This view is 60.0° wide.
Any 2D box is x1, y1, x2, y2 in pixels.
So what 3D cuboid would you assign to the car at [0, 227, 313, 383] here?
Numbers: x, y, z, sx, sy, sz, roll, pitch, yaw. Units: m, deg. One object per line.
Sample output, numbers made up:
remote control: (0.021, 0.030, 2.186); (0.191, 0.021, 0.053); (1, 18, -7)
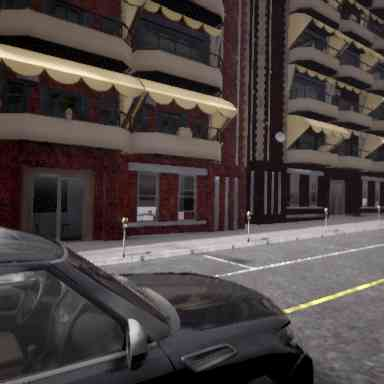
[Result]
car: (-1.605, 1.231, 2.135); (5.566, 2.045, 2.150); (0, 0, -36)
